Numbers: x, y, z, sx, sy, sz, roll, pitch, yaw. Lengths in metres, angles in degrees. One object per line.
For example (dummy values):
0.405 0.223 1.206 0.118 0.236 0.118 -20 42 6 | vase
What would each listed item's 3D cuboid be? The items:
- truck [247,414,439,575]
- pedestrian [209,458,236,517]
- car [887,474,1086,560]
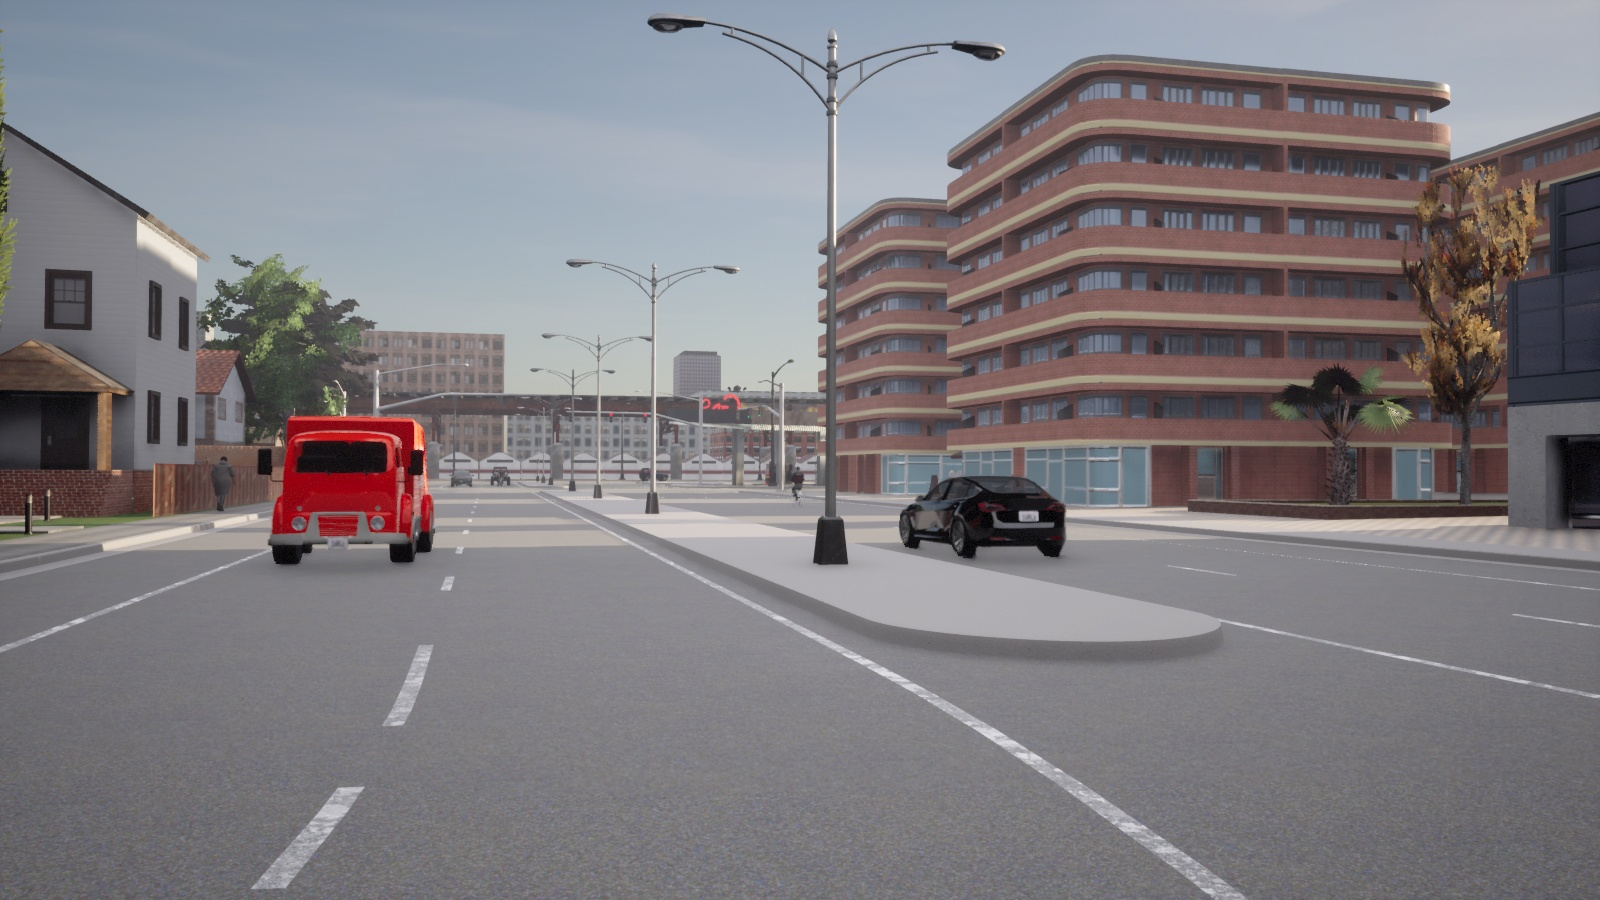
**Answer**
-7.812 0.728 22.047 2.627 2.467 5.204 0 -1 -14 | truck
-19.190 1.245 41.725 0.659 1.952 0.873 0 -1 -13 | pedestrian
3.454 1.209 24.392 2.163 1.488 4.792 0 -1 -14 | car
